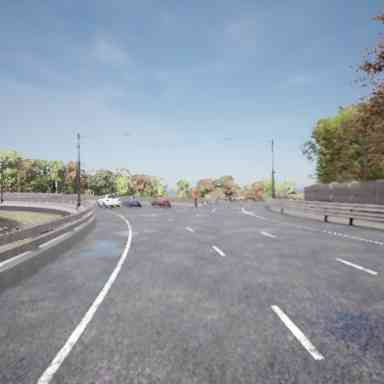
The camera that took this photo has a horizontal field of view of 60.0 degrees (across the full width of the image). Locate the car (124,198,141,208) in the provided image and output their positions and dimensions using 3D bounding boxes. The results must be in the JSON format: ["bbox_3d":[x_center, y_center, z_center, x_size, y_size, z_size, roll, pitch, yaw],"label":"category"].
[{"bbox_3d":[-9.425,1.674,51.346,1.994,1.385,4.181,-1,0,-28],"label":"car"}]

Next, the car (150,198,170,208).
[{"bbox_3d":[-4.723,1.581,49.879,1.812,1.442,4.674,0,0,-26],"label":"car"}]

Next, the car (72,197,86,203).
[{"bbox_3d":[-28.272,1.864,81.908,5.357,1.411,2.033,-1,0,42],"label":"car"}]

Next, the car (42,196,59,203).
[{"bbox_3d":[-33.727,1.888,77.423,4.892,1.490,1.837,-1,0,42],"label":"car"}]

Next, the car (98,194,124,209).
[{"bbox_3d":[-12.494,1.368,49.870,2.150,2.045,5.566,0,0,-28],"label":"car"}]

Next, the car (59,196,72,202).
[{"bbox_3d":[-31.697,1.921,80.319,4.181,1.385,1.994,-1,0,42],"label":"car"}]
